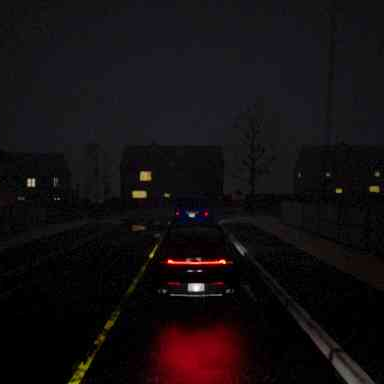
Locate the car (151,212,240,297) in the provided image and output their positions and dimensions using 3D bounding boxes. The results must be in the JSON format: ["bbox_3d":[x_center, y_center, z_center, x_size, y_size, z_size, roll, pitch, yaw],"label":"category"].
[{"bbox_3d":[0.064,1.495,8.506,1.837,1.490,4.892,0,0,0],"label":"car"}]

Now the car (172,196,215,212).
[{"bbox_3d":[0.085,1.210,18.606,2.150,2.045,5.566,0,0,2],"label":"car"}]
